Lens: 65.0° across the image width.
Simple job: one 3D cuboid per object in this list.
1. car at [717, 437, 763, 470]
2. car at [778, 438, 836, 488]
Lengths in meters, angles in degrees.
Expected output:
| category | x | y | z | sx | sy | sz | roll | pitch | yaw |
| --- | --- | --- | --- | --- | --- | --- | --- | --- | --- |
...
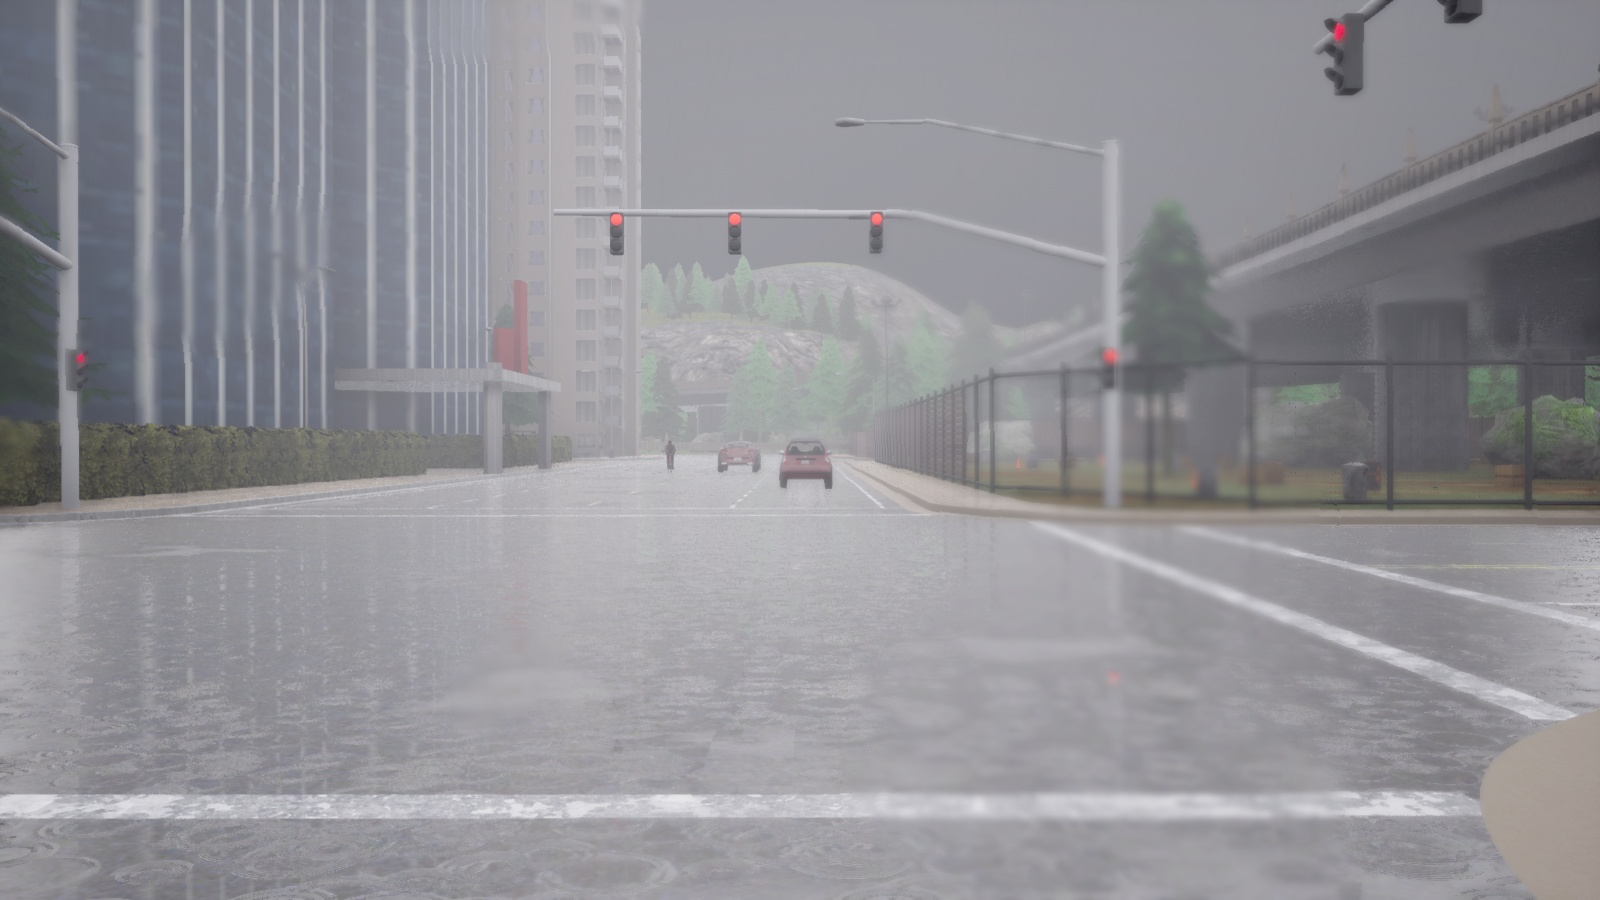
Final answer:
| category | x | y | z | sx | sy | sz | roll | pitch | yaw |
| --- | --- | --- | --- | --- | --- | --- | --- | --- | --- |
| car | -3.139 | 0.149 | 66.196 | 2.152 | 1.651 | 5.027 | 0 | 0 | 0 |
| car | 0.238 | 0.404 | 42.624 | 1.851 | 1.617 | 3.988 | 0 | 0 | 0 |
